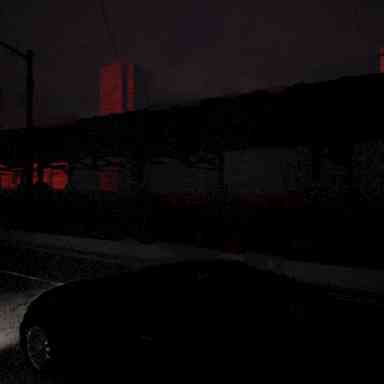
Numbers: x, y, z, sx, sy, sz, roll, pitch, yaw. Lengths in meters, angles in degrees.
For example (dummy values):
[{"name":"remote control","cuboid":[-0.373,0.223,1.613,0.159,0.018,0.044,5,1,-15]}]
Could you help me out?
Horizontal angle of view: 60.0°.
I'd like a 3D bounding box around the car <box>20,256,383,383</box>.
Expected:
[{"name":"car","cuboid":[-0.112,1.528,3.924,4.674,1.442,1.812,0,0,35]}]
